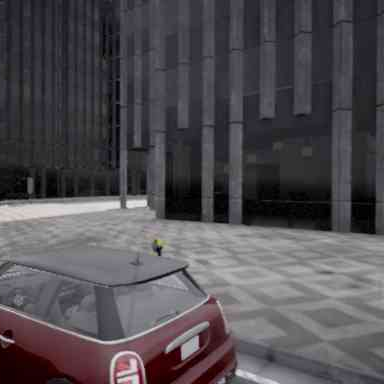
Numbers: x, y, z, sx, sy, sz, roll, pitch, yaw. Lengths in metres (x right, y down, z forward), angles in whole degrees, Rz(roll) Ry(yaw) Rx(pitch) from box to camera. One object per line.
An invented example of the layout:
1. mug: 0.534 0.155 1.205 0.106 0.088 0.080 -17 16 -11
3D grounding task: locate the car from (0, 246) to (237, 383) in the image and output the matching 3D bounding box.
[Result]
1. car: -1.616 1.404 4.083 4.097 1.590 1.967 0 1 35
